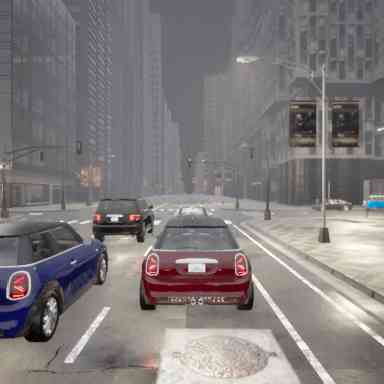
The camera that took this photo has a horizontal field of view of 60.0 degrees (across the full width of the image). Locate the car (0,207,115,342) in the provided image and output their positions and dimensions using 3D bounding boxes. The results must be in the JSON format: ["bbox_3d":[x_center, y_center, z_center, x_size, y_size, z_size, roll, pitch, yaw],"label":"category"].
[{"bbox_3d":[-3.165,1.351,6.629,2.097,1.767,4.553,0,0,0],"label":"car"}]

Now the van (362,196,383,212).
[{"bbox_3d":[21.411,1.289,37.542,3.998,1.788,1.690,0,0,0],"label":"van"}]

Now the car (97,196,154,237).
[{"bbox_3d":[-3.186,1.220,16.341,2.150,2.045,5.566,0,0,0],"label":"car"}]

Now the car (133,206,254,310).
[{"bbox_3d":[0.082,1.351,7.949,2.097,1.767,4.553,0,0,0],"label":"car"}]

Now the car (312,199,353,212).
[{"bbox_3d":[15.793,1.510,37.554,4.403,1.369,2.008,0,0,0],"label":"car"}]

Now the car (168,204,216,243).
[{"bbox_3d":[0.052,1.490,17.136,2.128,1.511,4.902,0,0,2],"label":"car"}]
